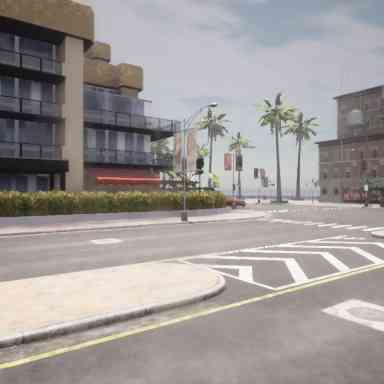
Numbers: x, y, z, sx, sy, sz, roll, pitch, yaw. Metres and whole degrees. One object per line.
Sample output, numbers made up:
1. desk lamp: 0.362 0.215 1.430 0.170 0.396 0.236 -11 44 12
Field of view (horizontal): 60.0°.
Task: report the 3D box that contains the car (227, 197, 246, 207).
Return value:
1. car: 6.156 1.478 51.241 1.882 1.535 5.008 0 0 -35
